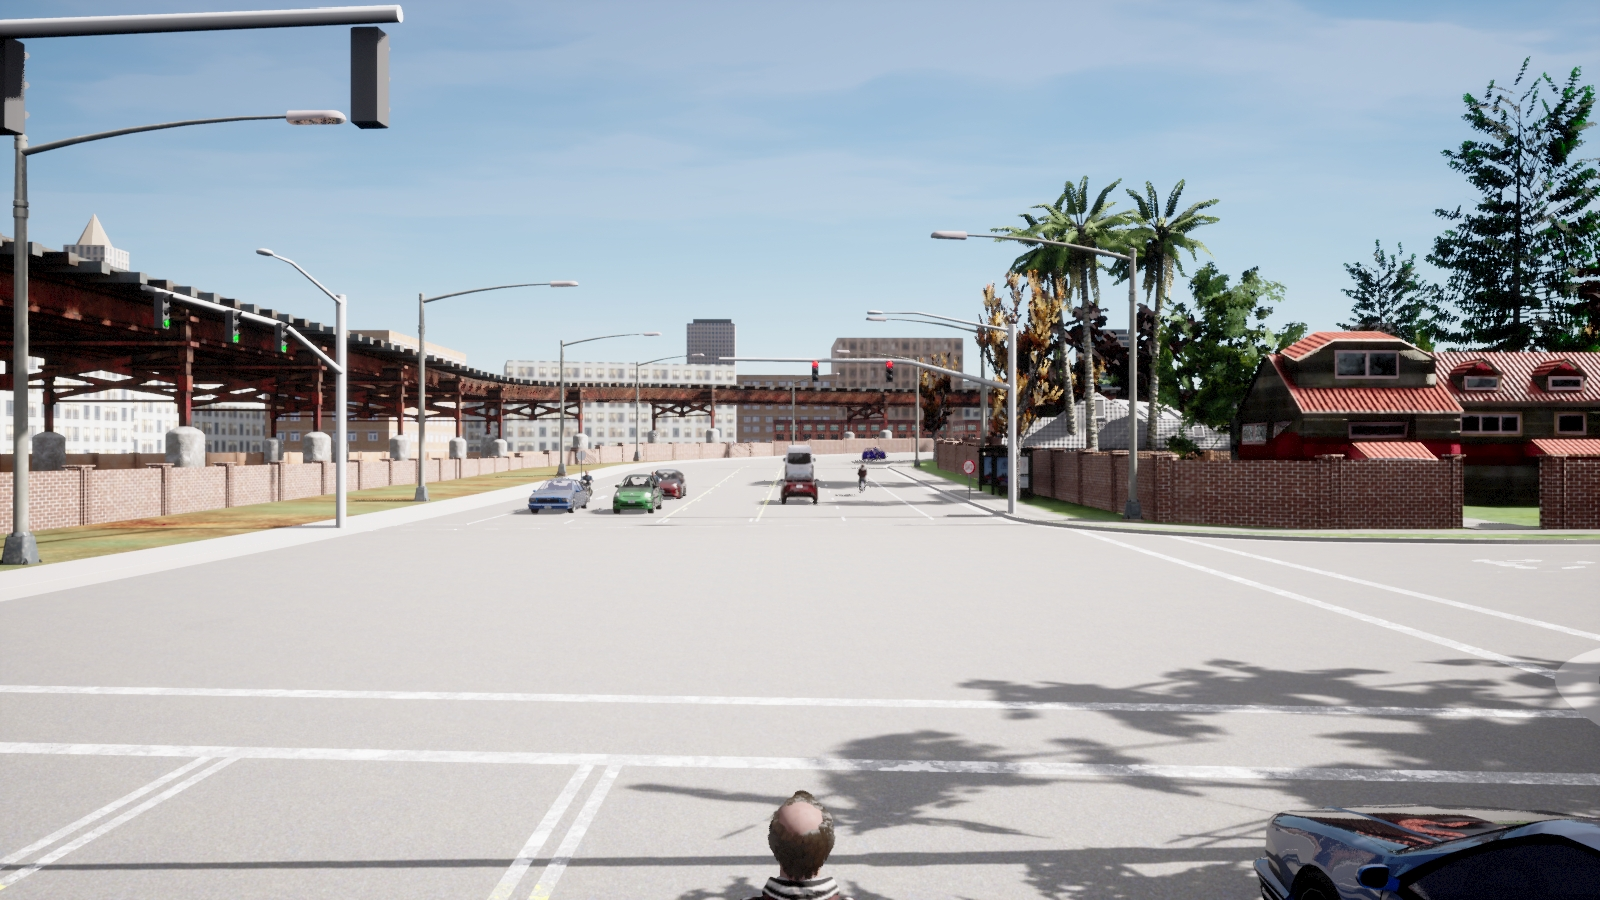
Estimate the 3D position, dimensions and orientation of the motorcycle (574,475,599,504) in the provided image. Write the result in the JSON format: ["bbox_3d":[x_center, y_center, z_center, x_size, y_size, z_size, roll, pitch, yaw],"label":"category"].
[{"bbox_3d":[-10.476,1.934,56.002,0.856,1.341,1.805,0,1,1],"label":"motorcycle"}]

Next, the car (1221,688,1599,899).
[{"bbox_3d":[3.467,2.106,4.038,2.033,1.411,5.357,0,0,1],"label":"car"}]

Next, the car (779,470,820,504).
[{"bbox_3d":[-0.033,1.828,57.364,2.007,1.525,4.514,0,1,0],"label":"car"}]

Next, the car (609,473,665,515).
[{"bbox_3d":[-7.031,1.877,49.699,1.851,1.617,3.988,0,1,0],"label":"car"}]

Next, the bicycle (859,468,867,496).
[{"bbox_3d":[3.477,1.757,63.431,0.329,1.496,1.835,0,1,0],"label":"bicycle"}]

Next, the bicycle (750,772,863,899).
[{"bbox_3d":[0.019,2.048,3.681,0.329,1.496,1.835,0,0,0],"label":"bicycle"}]

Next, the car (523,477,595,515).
[{"bbox_3d":[-10.533,1.979,50.381,2.033,1.411,5.357,0,1,0],"label":"car"}]

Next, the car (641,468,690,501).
[{"bbox_3d":[-7.040,1.795,60.182,2.007,1.525,4.514,0,1,0],"label":"car"}]

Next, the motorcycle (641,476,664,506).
[{"bbox_3d":[-7.053,1.947,54.746,0.856,1.341,1.805,0,1,0],"label":"motorcycle"}]
